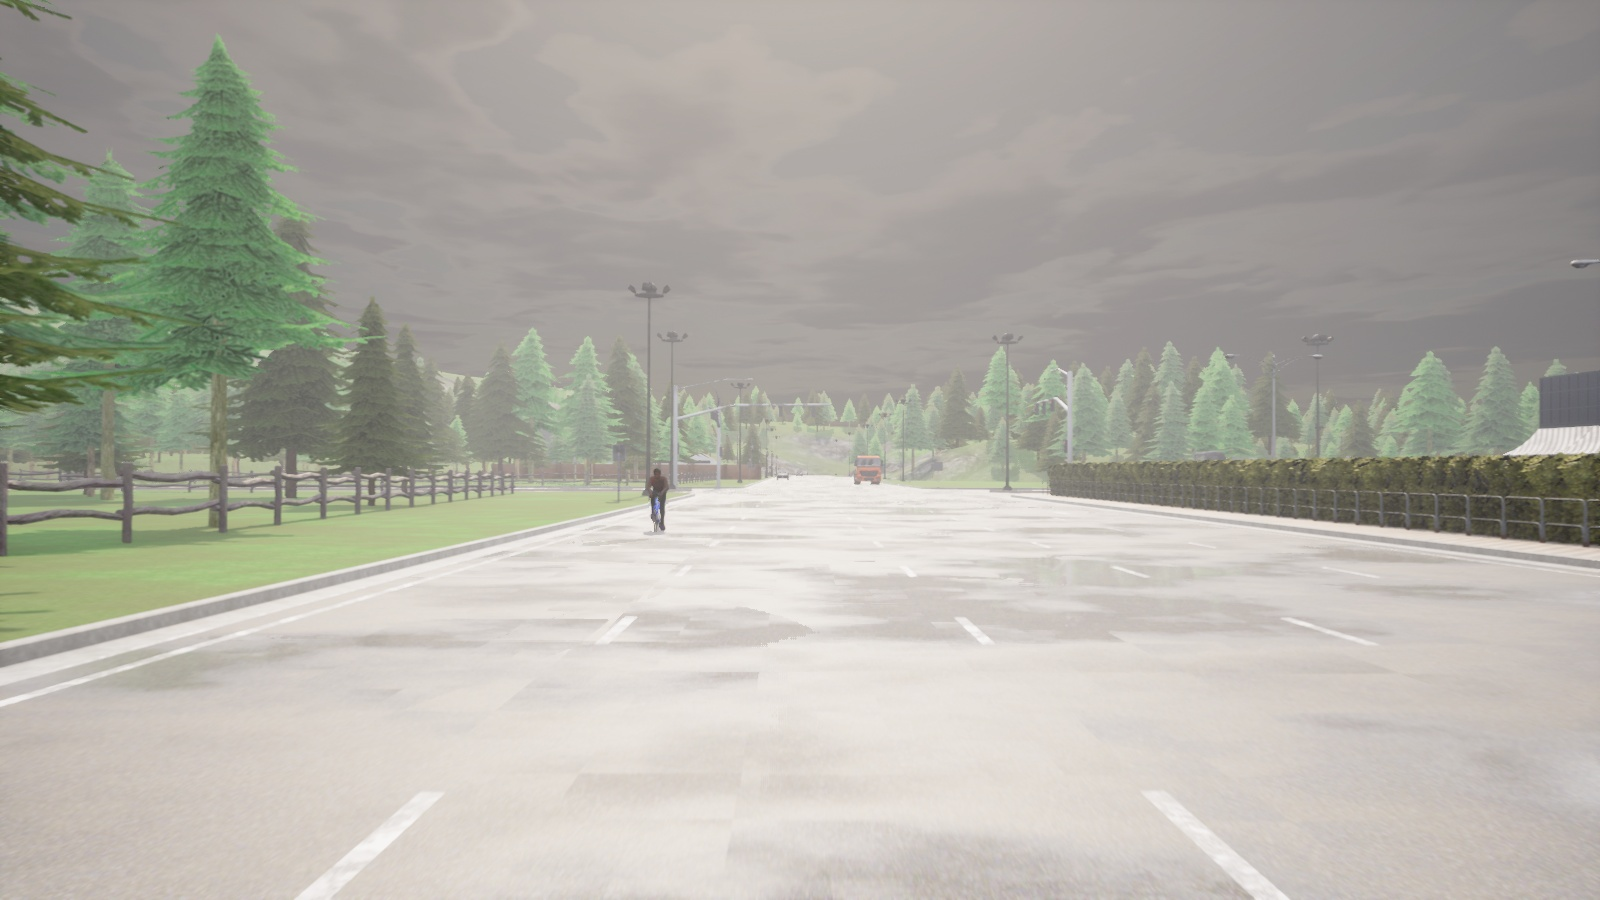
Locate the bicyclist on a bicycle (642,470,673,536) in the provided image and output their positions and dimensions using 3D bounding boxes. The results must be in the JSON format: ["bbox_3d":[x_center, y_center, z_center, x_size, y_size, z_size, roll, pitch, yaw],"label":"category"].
[{"bbox_3d":[-3.574,1.310,31.570,0.582,1.620,1.656,0,-1,0],"label":"bicyclist on a bicycle"}]
